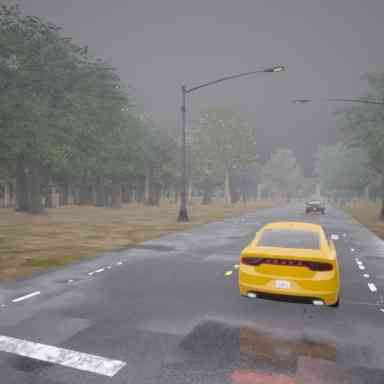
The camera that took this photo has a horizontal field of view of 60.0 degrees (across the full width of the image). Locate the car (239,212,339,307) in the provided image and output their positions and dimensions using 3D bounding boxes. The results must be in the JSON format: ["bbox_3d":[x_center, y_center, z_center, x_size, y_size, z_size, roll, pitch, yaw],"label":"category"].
[{"bbox_3d":[2.504,1.472,8.170,1.882,1.535,5.008,0,0,21],"label":"car"}]

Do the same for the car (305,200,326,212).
[{"bbox_3d":[13.523,1.622,36.440,1.812,1.442,4.674,0,-1,22],"label":"car"}]

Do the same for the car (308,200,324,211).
[{"bbox_3d":[17.068,1.801,45.709,2.033,1.411,5.357,0,-1,21],"label":"car"}]
